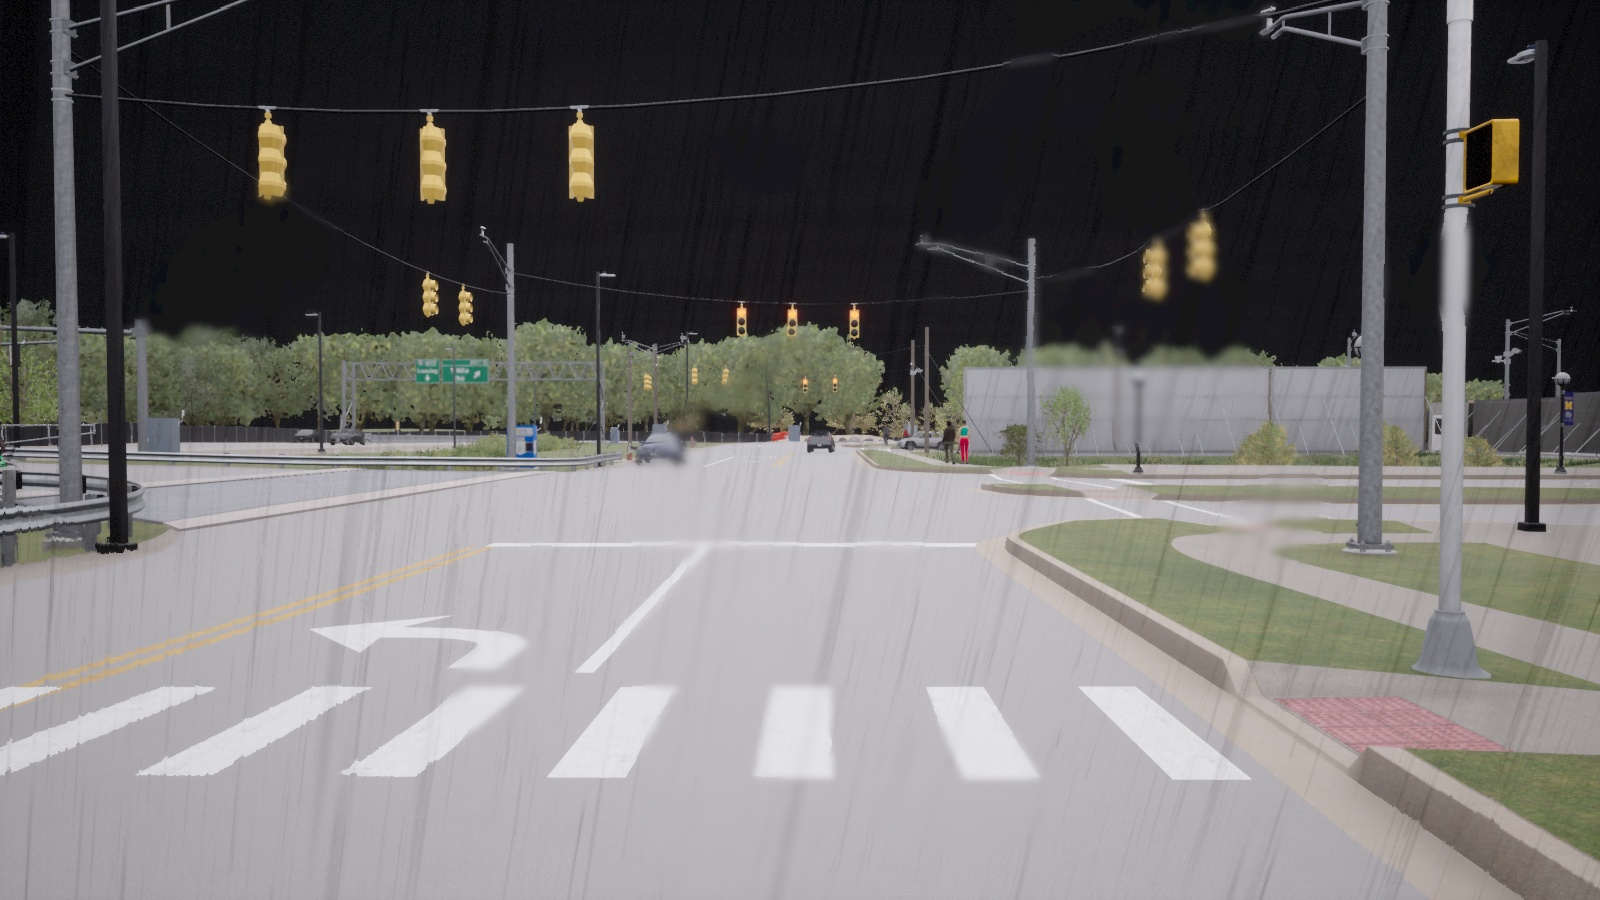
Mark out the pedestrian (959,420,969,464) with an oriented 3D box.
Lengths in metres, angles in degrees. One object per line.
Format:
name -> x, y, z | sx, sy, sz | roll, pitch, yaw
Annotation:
pedestrian -> 6.925, -0.338, 52.948 | 0.345, 1.836, 0.594 | 0, 2, 0

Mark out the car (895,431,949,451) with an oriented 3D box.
car -> 9.414, -0.711, 97.247 | 3.806, 1.475, 1.970 | 1, 2, -8

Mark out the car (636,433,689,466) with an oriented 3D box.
car -> -6.298, -0.042, 57.913 | 1.812, 1.442, 4.674 | 0, 1, 1

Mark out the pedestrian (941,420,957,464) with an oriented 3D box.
pedestrian -> 6.235, -0.335, 52.576 | 0.431, 1.840, 0.703 | 0, 2, -11

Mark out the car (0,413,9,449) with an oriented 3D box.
car -> -37.421, -0.858, 55.132 | 2.152, 1.651, 5.027 | 0, 1, 1

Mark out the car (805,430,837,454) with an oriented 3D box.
car -> 1.420, -0.557, 83.866 | 1.845, 1.501, 3.633 | 0, 1, 5

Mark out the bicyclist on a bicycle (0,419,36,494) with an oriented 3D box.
bicyclist on a bicycle -> -17.868, 0.113, 27.685 | 1.656, 1.620, 0.582 | 2, 1, 4
